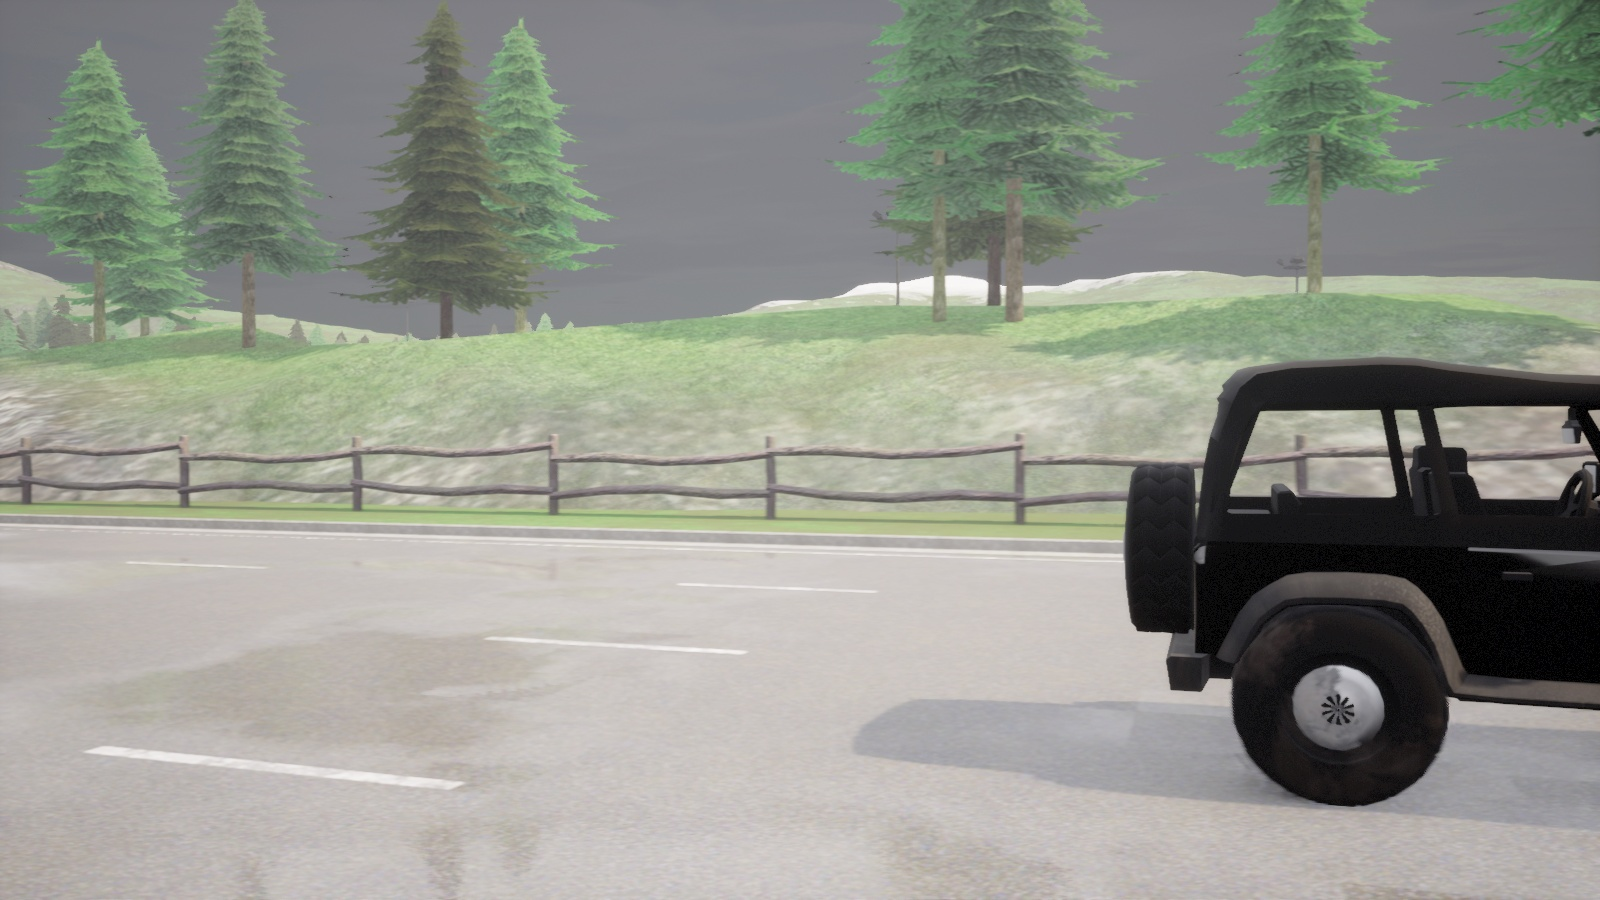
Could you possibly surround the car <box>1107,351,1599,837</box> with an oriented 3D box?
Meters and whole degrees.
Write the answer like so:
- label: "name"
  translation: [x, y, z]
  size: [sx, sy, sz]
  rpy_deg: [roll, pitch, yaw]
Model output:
- label: "car"
  translation: [3.469, 0.544, 5.716]
  size: [3.866, 1.878, 1.905]
  rpy_deg: [1, 1, 19]
